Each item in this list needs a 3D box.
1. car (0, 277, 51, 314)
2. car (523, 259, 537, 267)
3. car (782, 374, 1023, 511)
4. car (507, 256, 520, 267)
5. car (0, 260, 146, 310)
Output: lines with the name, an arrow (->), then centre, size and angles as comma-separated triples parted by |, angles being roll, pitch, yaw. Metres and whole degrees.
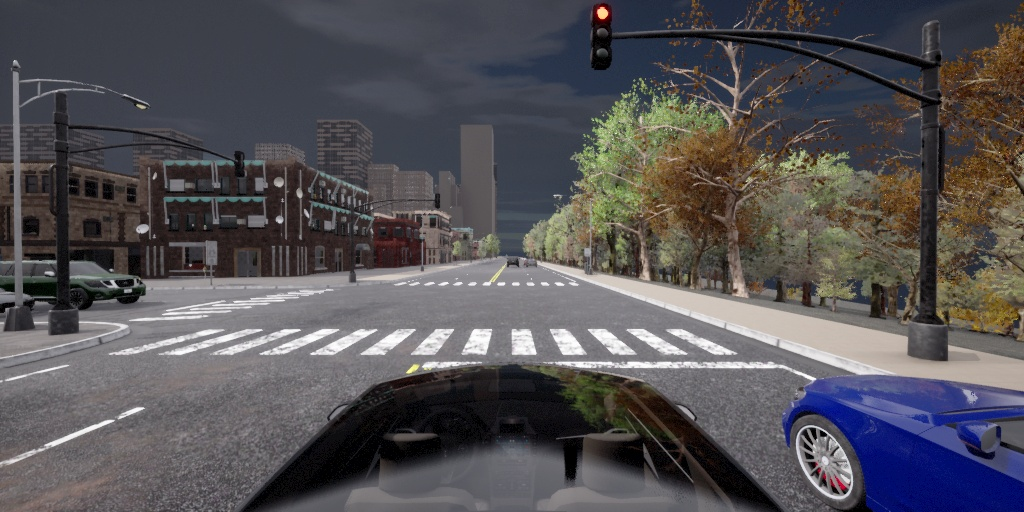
car -> -19.927, 1.565, 12.764 | 4.313, 1.339, 1.948 | 0, 0, 0
car -> 3.466, 1.218, 63.868 | 2.128, 1.511, 4.902 | 0, 0, 0
car -> 3.346, 1.276, 1.324 | 1.812, 1.442, 4.674 | 0, 0, 2
car -> 0.214, 0.948, 63.707 | 2.150, 2.045, 5.566 | 0, 0, 1
car -> -19.312, 1.186, 15.465 | 5.566, 2.045, 2.150 | -1, 1, 0
